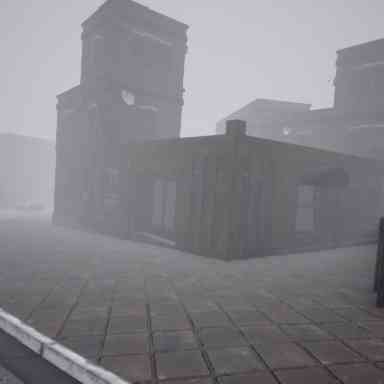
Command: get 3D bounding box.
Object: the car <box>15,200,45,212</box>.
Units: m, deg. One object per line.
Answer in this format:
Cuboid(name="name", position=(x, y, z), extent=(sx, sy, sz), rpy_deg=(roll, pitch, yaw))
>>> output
Cuboid(name="car", position=(-23.517, 1.903, 48.560), extent=(2.097, 1.767, 4.553), rpy_deg=(4, -1, 10))
